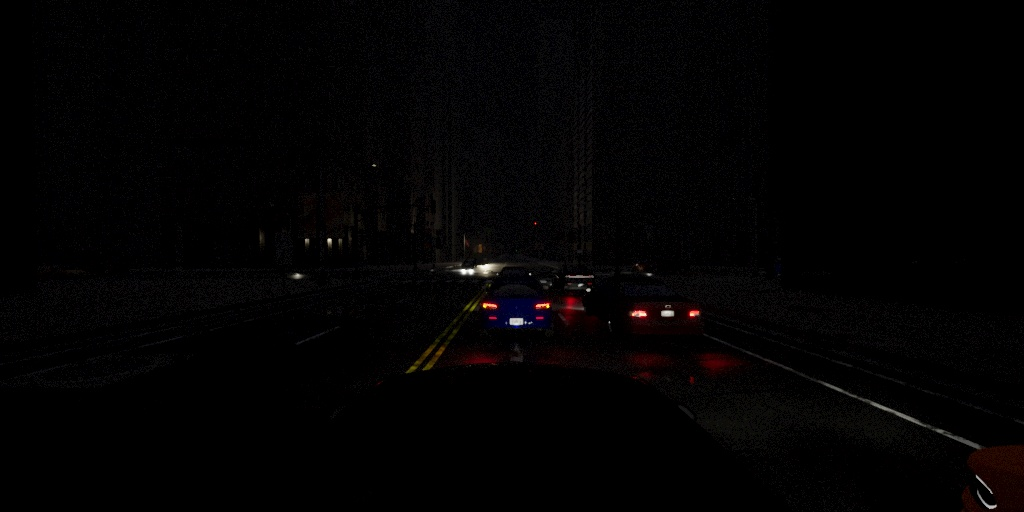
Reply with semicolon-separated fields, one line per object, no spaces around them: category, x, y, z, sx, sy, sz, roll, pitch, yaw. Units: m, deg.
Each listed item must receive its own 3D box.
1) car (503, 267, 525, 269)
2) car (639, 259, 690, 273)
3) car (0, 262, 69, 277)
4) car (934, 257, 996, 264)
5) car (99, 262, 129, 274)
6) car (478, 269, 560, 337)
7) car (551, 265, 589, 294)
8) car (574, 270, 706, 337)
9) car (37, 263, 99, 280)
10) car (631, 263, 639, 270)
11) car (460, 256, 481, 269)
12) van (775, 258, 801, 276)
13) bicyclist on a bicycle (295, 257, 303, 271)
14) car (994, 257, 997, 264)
car;0.100;1.284;19.744;2.033;1.411;5.357;0;0;0
car;17.729;1.143;41.190;5.008;1.535;1.882;0;1;0
car;-50.892;1.419;37.988;5.357;1.411;2.033;0;1;0
car;43.853;1.166;35.182;4.097;1.591;1.967;0;0;0
car;-46.411;1.358;40.761;4.507;1.381;1.888;0;0;0
car;0.095;1.271;10.170;1.812;1.442;4.674;0;0;0
car;3.351;1.228;20.016;2.128;1.511;4.902;0;0;0
car;3.353;1.293;10.268;2.033;1.411;5.357;0;0;0
car;-40.821;1.446;32.238;4.829;1.417;1.751;0;0;0
car;16.700;1.066;43.871;4.097;1.591;1.967;0;0;0
car;-6.536;1.197;55.269;2.128;1.511;4.902;0;0;2
van;27.532;1.082;35.280;3.998;1.789;1.690;0;0;0
bicyclist on a bicycle;-25.871;0.997;43.618;0.582;1.620;1.656;0;1;0
car;49.294;1.043;35.149;5.009;1.841;2.192;0;0;0
